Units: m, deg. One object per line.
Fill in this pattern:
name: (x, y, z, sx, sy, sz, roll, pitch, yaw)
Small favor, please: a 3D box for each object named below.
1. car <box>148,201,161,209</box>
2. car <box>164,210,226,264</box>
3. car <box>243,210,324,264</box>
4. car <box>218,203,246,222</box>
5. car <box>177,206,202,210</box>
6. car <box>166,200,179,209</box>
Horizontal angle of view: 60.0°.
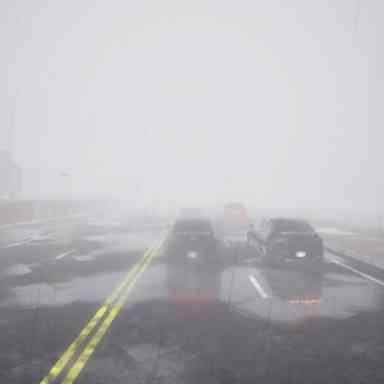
car: (-6.522, 2.232, 58.310, 1.994, 1.385, 4.181, 0, -1, 0)
car: (0.046, 1.641, 12.367, 1.837, 1.490, 4.892, 0, 0, 1)
car: (3.297, 1.642, 12.428, 1.837, 1.490, 4.892, 0, 0, 0)
car: (3.300, 1.652, 27.261, 2.097, 1.767, 4.553, 0, -1, 1)
car: (0.043, 1.896, 26.734, 1.895, 1.301, 4.718, 0, -1, 1)
car: (-3.276, 2.186, 57.773, 1.812, 1.442, 4.674, 0, -1, 1)
